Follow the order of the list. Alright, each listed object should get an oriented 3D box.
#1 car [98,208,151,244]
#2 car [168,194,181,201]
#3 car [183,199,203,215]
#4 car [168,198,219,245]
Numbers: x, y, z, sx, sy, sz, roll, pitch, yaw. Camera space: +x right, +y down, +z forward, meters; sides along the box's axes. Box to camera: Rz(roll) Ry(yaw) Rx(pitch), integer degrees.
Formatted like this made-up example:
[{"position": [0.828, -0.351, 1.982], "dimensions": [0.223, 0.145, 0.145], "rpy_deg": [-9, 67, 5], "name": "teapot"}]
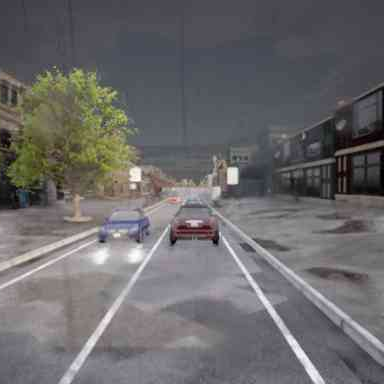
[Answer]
[{"position": [-3.084, 1.528, 15.963], "dimensions": [1.812, 1.442, 4.674], "rpy_deg": [0, 0, 0], "name": "car"}, {"position": [-3.033, 1.129, 58.426], "dimensions": [2.097, 1.767, 4.553], "rpy_deg": [0, 1, 1], "name": "car"}, {"position": [0.106, 1.517, 35.226], "dimensions": [2.033, 1.411, 5.357], "rpy_deg": [0, 0, 0], "name": "car"}, {"position": [0.103, 1.355, 15.793], "dimensions": [2.097, 1.767, 4.553], "rpy_deg": [0, 0, 0], "name": "car"}]
